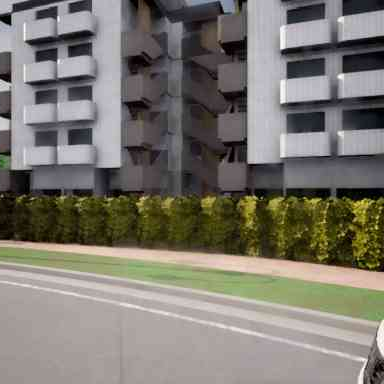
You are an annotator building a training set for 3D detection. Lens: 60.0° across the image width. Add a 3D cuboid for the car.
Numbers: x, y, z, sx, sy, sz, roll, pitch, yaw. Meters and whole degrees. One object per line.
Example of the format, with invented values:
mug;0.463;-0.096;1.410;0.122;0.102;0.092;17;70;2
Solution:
car;3.671;1.212;1.211;5.566;2.045;2.150;-2;-1;37
